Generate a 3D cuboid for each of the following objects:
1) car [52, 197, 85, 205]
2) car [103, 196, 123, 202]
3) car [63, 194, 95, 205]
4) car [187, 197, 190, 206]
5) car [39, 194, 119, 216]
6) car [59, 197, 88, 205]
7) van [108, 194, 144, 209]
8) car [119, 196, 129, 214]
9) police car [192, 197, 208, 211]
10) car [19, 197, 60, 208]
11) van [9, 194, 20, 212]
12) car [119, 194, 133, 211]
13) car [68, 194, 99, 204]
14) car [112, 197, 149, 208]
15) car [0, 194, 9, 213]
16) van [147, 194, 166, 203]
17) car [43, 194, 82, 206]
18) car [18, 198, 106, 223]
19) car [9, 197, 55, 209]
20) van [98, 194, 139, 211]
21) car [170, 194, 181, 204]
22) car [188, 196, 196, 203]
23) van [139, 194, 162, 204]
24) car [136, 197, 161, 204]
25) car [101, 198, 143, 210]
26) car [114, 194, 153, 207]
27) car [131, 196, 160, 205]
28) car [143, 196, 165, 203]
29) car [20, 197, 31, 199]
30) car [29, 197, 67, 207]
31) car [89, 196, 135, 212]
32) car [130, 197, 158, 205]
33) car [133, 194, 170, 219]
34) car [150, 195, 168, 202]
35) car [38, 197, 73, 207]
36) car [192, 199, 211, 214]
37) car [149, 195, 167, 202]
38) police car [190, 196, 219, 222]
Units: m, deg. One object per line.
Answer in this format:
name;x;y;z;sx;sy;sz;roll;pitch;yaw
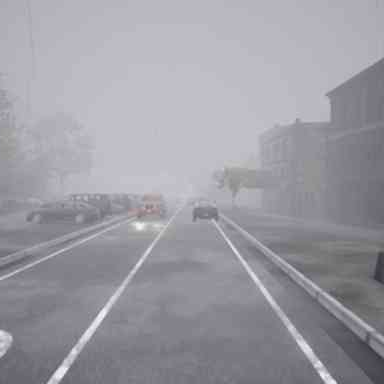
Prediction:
car;-21.953;1.596;59.189;5.008;1.535;2.097;0;0;0
car;-22.013;1.915;92.641;4.892;1.521;2.231;0;-1;0
car;-21.937;1.393;64.760;5.566;2.045;2.435;0;-1;0
car;-0.007;1.670;58.491;2.033;1.411;5.357;0;0;0
car;-8.878;1.150;25.761;5.566;2.045;2.435;0;0;0
car;-21.959;1.658;61.849;4.674;1.452;2.002;0;0;0
van;-8.974;1.274;45.382;4.442;1.987;1.878;0;0;0
car;-8.854;1.417;31.364;4.892;1.521;2.231;0;0;0
police car;0.970;1.436;41.659;1.930;1.638;5.238;0;0;0
car;-21.936;1.517;48.050;5.008;1.535;2.097;0;0;0
van;-22.046;1.219;36.908;4.442;1.987;1.878;0;0;0
car;-8.877;1.180;34.171;5.566;2.045;2.435;0;0;0
car;-21.942;1.418;67.421;5.566;2.045;2.435;0;-1;0
car;-8.857;1.518;48.184;5.008;1.535;2.097;0;0;0
car;-21.897;1.305;34.127;4.553;1.767;2.185;0;0;0
van;-8.795;1.583;81.822;4.442;1.987;1.878;0;-1;0
car;-21.926;1.322;56.404;5.566;2.045;2.435;0;0;0
car;-8.845;1.399;22.959;4.892;1.521;2.231;0;0;0
car;-21.752;1.496;45.263;5.366;1.575;1.946;0;0;0
van;-8.736;1.238;39.776;4.442;1.987;1.878;0;0;0
car;-3.259;1.733;69.076;2.033;1.411;5.357;0;-1;0
car;-0.007;1.696;76.389;1.994;1.385;4.181;0;-1;0
van;-8.778;1.474;70.609;4.442;1.987;1.878;0;-1;0
car;-8.920;1.703;67.803;4.792;1.488;2.163;0;-1;0
car;-8.849;1.483;42.578;4.892;1.521;2.231;0;0;0
car;-8.894;1.285;50.990;5.566;2.045;2.435;0;0;0
car;-9.072;1.643;65.000;5.366;1.575;1.946;0;-1;0
car;-8.902;1.781;79.016;5.008;1.535;2.097;0;-1;0
car;-21.932;1.521;42.478;4.674;1.452;2.002;0;0;0
car;-21.916;1.565;50.834;4.792;1.488;2.163;0;0;0
car;-8.818;1.320;36.971;4.553;1.767;2.185;0;0;0
car;-8.877;1.620;62.201;5.008;1.535;2.097;0;-1;0
car;-3.352;1.154;28.741;2.150;2.045;5.566;0;0;0
car;-8.893;1.765;90.230;4.553;1.767;2.185;0;-1;0
car;-21.978;1.583;53.619;4.792;1.488;2.163;0;0;0
car;0.971;1.477;35.539;1.837;1.490;4.892;0;0;0
car;-8.889;1.737;87.427;4.553;1.767;2.185;0;-1;0
police car;0.972;1.350;25.631;1.930;1.638;5.238;0;0;0
